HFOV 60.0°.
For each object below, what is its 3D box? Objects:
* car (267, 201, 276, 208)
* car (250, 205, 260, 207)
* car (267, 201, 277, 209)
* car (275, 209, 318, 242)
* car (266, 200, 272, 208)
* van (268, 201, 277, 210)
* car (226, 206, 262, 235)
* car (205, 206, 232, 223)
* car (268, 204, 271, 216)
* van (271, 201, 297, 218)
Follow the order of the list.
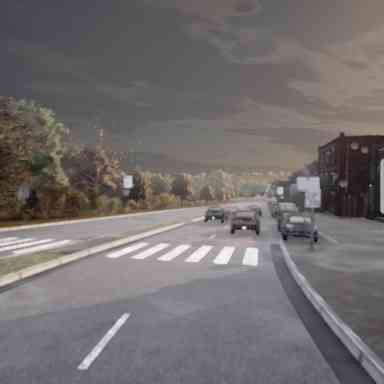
[{"bbox_3d":[21.375,3.439,89.714,2.185,1.767,4.553,1,-1,12],"label":"car"},{"bbox_3d":[8.782,2.564,46.655,1.812,1.442,4.674,1,-1,13],"label":"car"},{"bbox_3d":[20.205,3.316,84.316,2.185,1.767,4.553,1,-1,12],"label":"car"},{"bbox_3d":[6.169,2.001,19.494,2.002,1.452,4.674,2,-1,12],"label":"car"},{"bbox_3d":[13.183,2.576,51.926,2.185,1.767,4.553,1,-1,12],"label":"car"},{"bbox_3d":[19.067,3.096,79.063,1.878,1.987,4.442,1,-1,12],"label":"van"},{"bbox_3d":[3.705,2.001,22.819,1.837,1.490,4.892,1,-1,12],"label":"car"},{"bbox_3d":[2.442,2.154,32.449,1.837,1.490,4.892,1,-1,12],"label":"car"},{"bbox_3d":[10.819,2.492,41.031,2.002,1.452,4.674,1,-1,12],"label":"car"},{"bbox_3d":[8.508,1.983,30.356,1.878,1.987,4.442,1,-1,12],"label":"van"}]
